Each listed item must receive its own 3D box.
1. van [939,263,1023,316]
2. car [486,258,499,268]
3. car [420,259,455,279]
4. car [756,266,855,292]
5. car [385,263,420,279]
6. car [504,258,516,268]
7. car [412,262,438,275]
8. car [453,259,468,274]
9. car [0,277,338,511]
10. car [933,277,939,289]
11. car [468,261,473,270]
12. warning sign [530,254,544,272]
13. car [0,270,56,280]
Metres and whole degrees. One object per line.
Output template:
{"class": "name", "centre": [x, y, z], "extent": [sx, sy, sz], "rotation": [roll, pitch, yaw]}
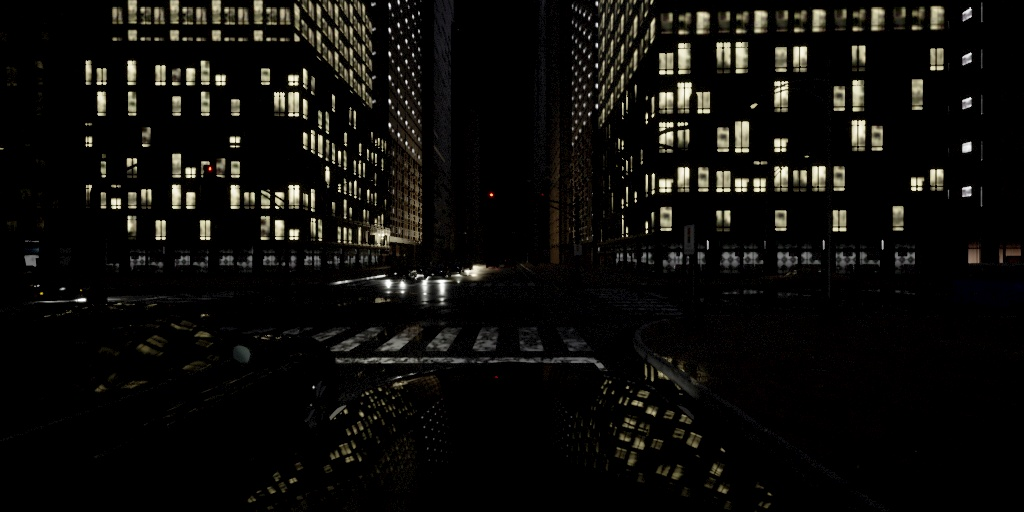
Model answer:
{"class": "van", "centre": [18.301, 1.119, 12.718], "extent": [3.998, 1.789, 1.690], "rotation": [0, 0, 2]}
{"class": "car", "centre": [-3.473, 1.214, 63.616], "extent": [2.097, 1.767, 4.553], "rotation": [0, 0, -1]}
{"class": "car", "centre": [-6.764, 1.305, 32.923], "extent": [1.812, 1.442, 4.674], "rotation": [0, 0, 0]}
{"class": "car", "centre": [16.987, 1.293, 20.883], "extent": [4.829, 1.417, 1.751], "rotation": [0, 0, 2]}
{"class": "car", "centre": [-10.015, 1.343, 32.770], "extent": [1.994, 1.385, 4.181], "rotation": [0, 0, 0]}
{"class": "car", "centre": [-0.329, 1.426, 63.793], "extent": [1.994, 1.385, 4.181], "rotation": [0, 0, 0]}
{"class": "car", "centre": [-10.054, 1.361, 41.679], "extent": [1.994, 1.385, 4.181], "rotation": [0, 0, 0]}
{"class": "car", "centre": [-6.817, 1.277, 42.797], "extent": [1.882, 1.535, 5.008], "rotation": [0, 0, 0]}
{"class": "car", "centre": [-3.154, 1.102, 2.524], "extent": [2.097, 1.767, 4.553], "rotation": [0, 0, 0]}
{"class": "car", "centre": [26.824, 1.356, 20.451], "extent": [4.207, 1.307, 1.802], "rotation": [0, 0, 2]}
{"class": "car", "centre": [-6.858, 1.390, 52.775], "extent": [1.994, 1.385, 4.181], "rotation": [0, 0, 0]}
{"class": "warning sign", "centre": [2.643, 0.910, 40.793], "extent": [1.300, 1.860, 1.060], "rotation": [0, 0, 0]}
{"class": "car", "centre": [-22.521, 1.322, 16.378], "extent": [4.181, 1.385, 1.994], "rotation": [0, 0, 0]}
